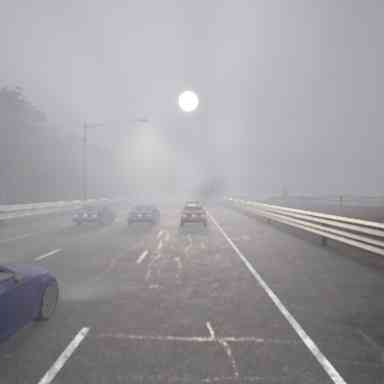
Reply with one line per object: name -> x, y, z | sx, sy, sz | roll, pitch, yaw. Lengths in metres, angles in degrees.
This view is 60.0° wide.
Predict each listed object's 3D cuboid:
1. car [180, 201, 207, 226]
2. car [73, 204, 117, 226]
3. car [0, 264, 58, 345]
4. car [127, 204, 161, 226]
car -> 0.114, 1.598, 24.005 | 2.033, 1.411, 5.357 | 0, 0, 0
car -> -6.885, 1.598, 24.015 | 2.033, 1.411, 5.357 | 0, 0, 0
car -> -3.399, 1.535, 4.291 | 1.812, 1.442, 4.674 | 0, 0, 0
car -> -3.385, 1.598, 24.049 | 2.033, 1.411, 5.357 | 0, 0, 0
